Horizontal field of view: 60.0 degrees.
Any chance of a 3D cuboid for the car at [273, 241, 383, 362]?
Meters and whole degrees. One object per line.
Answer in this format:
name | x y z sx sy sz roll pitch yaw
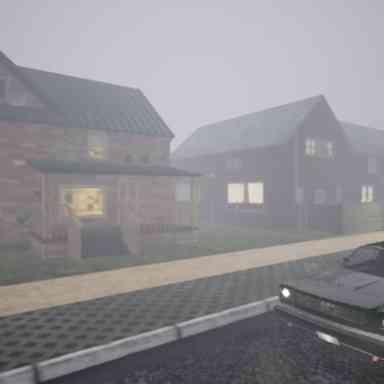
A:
car | 3.556 1.576 5.604 4.718 1.301 1.895 0 0 -35
